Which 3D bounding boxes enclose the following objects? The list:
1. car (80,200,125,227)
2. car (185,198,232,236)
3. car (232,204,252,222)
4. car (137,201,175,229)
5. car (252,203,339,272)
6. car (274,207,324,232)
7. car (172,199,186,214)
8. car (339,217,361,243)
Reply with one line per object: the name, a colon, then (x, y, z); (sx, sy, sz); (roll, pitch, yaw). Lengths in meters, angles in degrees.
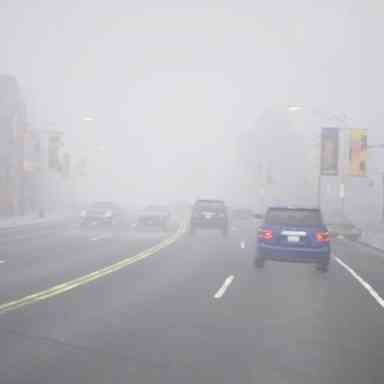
car: (-5.986, 1.366, 22.744); (2.097, 1.767, 4.553); (2, 0, 1)
car: (1.055, 1.419, 20.236); (2.150, 2.045, 5.566); (2, 0, 4)
car: (4.017, 1.843, 30.122); (1.882, 1.535, 5.008); (2, -1, -7)
car: (-2.482, 1.595, 22.860); (1.882, 1.535, 5.008); (2, -1, 1)
car: (3.415, 1.421, 11.875); (2.150, 2.045, 5.566); (2, 0, 13)
car: (7.670, 1.944, 24.416); (2.002, 1.452, 4.674); (2, 0, -3)
car: (-1.626, 1.625, 38.839); (2.097, 1.767, 4.553); (2, 0, -18)
car: (7.670, 1.972, 18.685); (1.895, 1.301, 4.718); (2, 0, 7)
